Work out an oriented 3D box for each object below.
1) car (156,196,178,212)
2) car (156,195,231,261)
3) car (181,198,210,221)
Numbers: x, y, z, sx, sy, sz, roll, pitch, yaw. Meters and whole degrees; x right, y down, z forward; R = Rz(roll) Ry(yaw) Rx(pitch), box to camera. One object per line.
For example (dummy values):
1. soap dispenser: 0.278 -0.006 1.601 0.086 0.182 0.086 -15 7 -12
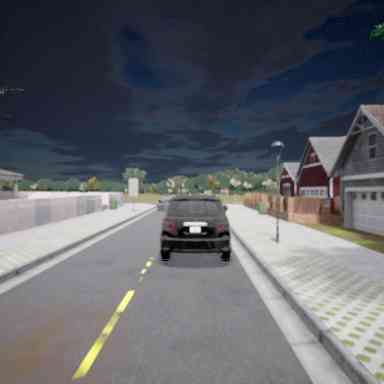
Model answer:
1. car: -2.455 1.177 34.194 1.812 1.442 4.674 0 0 1
2. car: 0.146 1.095 11.898 2.150 2.045 5.566 0 1 1
3. car: 0.286 1.280 25.902 2.033 1.411 5.357 0 1 1
